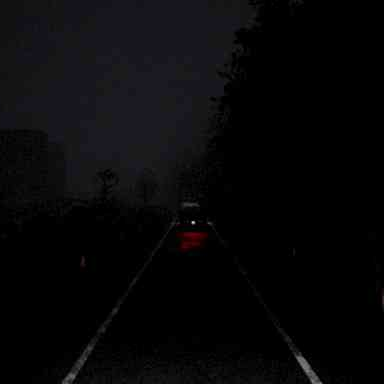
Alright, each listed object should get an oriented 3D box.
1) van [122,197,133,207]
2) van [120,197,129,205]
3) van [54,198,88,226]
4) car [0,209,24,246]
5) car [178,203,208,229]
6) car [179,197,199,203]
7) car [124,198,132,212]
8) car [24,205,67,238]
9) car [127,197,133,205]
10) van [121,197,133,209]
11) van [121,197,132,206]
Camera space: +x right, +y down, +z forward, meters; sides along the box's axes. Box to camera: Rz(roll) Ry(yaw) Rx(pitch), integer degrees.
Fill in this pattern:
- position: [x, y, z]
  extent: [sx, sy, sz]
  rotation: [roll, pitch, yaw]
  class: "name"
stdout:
- position: [-13.219, 1.978, 68.354]
  extent: [1.878, 1.987, 4.442]
  rotation: [1, -2, -15]
  class: "van"
- position: [-16.105, 2.153, 79.144]
  extent: [1.878, 1.987, 4.442]
  rotation: [1, -2, -16]
  class: "van"
- position: [-9.114, 1.489, 25.182]
  extent: [1.878, 1.987, 4.442]
  rotation: [0, -2, -3]
  class: "van"
- position: [-9.086, 1.574, 13.157]
  extent: [2.231, 1.521, 4.892]
  rotation: [0, -2, -2]
  class: "car"
- position: [0.076, 1.776, 23.794]
  extent: [1.837, 1.490, 4.892]
  rotation: [0, -1, 0]
  class: "car"
- position: [-0.329, 1.669, 40.470]
  extent: [2.150, 2.045, 5.566]
  rotation: [0, -1, -4]
  class: "car"
- position: [-9.914, 1.995, 46.365]
  extent: [2.002, 1.452, 4.674]
  rotation: [1, -2, -5]
  class: "car"
- position: [-9.097, 1.669, 18.667]
  extent: [2.163, 1.488, 4.792]
  rotation: [0, -2, -2]
  class: "car"
- position: [-10.443, 1.762, 51.905]
  extent: [2.435, 2.045, 5.566]
  rotation: [1, -2, -9]
  class: "car"
- position: [-11.160, 1.844, 57.360]
  extent: [1.878, 1.987, 4.442]
  rotation: [1, -2, -10]
  class: "van"
- position: [-14.572, 2.060, 73.767]
  extent: [1.878, 1.987, 4.442]
  rotation: [1, -2, -16]
  class: "van"
